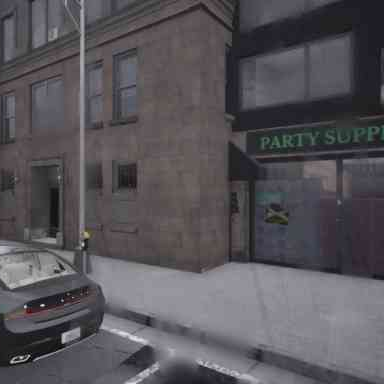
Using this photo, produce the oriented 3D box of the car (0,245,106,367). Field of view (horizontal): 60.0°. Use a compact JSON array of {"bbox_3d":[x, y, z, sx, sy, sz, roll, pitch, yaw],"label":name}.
[{"bbox_3d":[-3.282,1.551,5.416,4.403,1.369,2.008,0,0,35],"label":"car"}]
